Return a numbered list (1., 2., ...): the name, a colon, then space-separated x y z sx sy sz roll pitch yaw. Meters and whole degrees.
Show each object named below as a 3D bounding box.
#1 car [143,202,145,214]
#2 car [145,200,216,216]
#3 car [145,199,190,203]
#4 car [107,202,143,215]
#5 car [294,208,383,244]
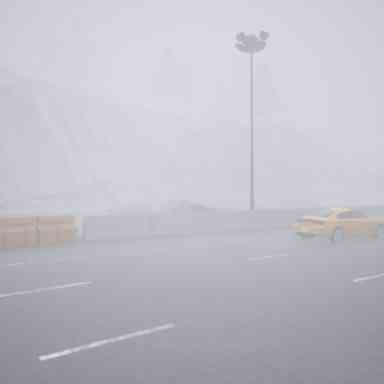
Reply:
1. car: -1.859 1.447 31.173 4.553 1.767 2.097 0 0 -28
2. car: -0.496 1.562 23.945 4.902 1.511 2.128 0 0 -29
3. car: -0.972 1.560 27.686 5.008 1.535 1.882 0 0 -28
4. car: -5.629 1.661 33.131 5.357 1.411 2.033 0 0 -29
5. car: 7.167 1.499 15.964 5.008 1.535 1.882 0 0 -29
